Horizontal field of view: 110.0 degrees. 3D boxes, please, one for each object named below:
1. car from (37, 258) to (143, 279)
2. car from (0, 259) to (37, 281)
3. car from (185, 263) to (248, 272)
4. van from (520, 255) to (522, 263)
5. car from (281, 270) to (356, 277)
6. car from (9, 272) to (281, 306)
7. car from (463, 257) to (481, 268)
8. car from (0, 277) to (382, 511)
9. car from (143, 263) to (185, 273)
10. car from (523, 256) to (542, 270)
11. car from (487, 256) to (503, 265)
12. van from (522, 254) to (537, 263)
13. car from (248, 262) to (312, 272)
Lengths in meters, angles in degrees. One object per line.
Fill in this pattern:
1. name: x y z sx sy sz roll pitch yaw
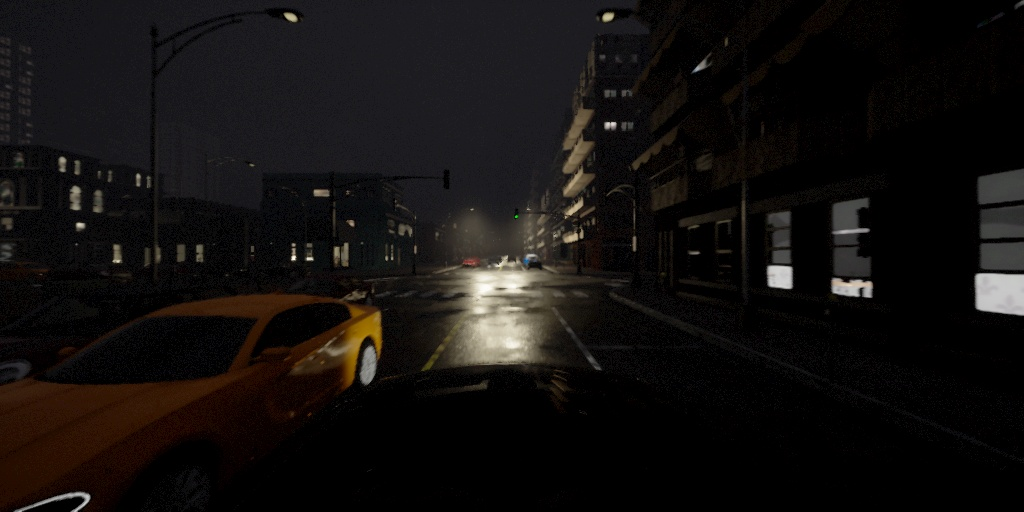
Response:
1. car: -26.377 1.077 22.525 4.097 1.591 1.967 0 0 1
2. car: -34.357 1.169 25.370 5.008 1.535 1.882 0 0 1
3. car: -25.201 1.255 31.149 4.313 1.339 1.948 0 0 1
4. van: 2.683 0.603 60.030 1.690 1.789 3.998 0 0 0
5. car: -5.659 1.225 10.768 1.888 1.381 4.507 0 0 0
6. car: -5.658 1.163 5.123 1.967 1.591 4.097 0 0 0
7. car: -5.697 0.943 48.832 1.802 1.307 4.207 0 0 0
8. car: -3.080 1.210 3.920 1.882 1.535 5.008 0 0 0
9. car: -30.680 1.296 31.223 4.207 1.307 1.802 0 0 1
10. car: 2.685 0.960 43.289 2.007 1.370 4.403 0 0 0
11. car: -3.025 0.812 59.801 2.033 1.411 5.357 0 1 0
12. van: 2.684 0.702 48.868 1.690 1.789 3.998 0 0 0
13. car: -19.719 1.215 31.074 4.403 1.370 2.007 0 0 1
